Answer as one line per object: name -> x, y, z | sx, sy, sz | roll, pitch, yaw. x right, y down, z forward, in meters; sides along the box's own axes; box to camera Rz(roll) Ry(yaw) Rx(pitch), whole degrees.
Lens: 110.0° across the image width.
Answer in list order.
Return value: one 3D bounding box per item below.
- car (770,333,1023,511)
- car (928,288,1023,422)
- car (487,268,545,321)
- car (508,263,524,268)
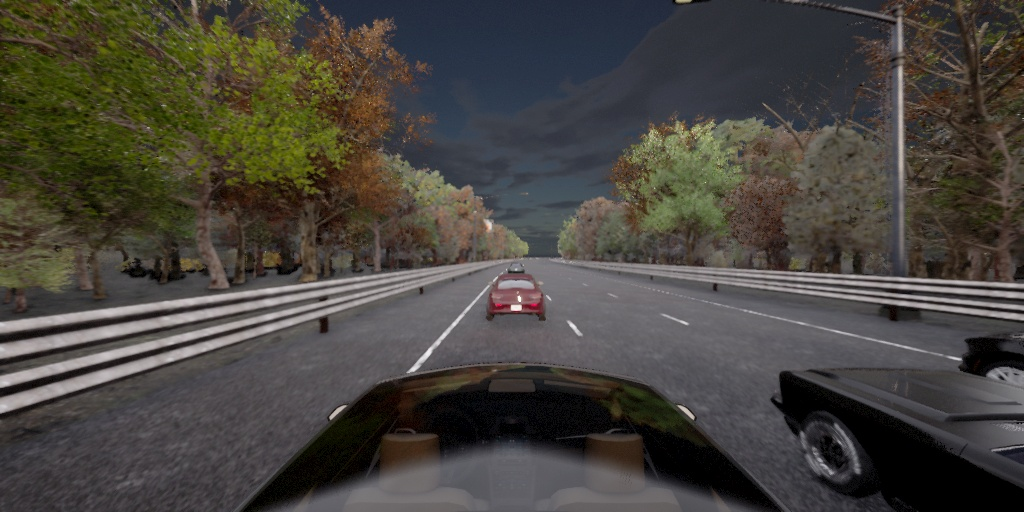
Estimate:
car -> 3.604, 1.351, 1.544 | 1.895, 1.301, 4.718 | 0, 0, 0
car -> 7.106, 1.235, 2.812 | 1.882, 1.535, 5.008 | 0, 0, 0
car -> 0.135, 1.330, 12.656 | 1.812, 1.442, 4.674 | 0, 0, 0
car -> 0.506, 1.519, 42.863 | 1.994, 1.385, 4.181 | 0, 0, 1
